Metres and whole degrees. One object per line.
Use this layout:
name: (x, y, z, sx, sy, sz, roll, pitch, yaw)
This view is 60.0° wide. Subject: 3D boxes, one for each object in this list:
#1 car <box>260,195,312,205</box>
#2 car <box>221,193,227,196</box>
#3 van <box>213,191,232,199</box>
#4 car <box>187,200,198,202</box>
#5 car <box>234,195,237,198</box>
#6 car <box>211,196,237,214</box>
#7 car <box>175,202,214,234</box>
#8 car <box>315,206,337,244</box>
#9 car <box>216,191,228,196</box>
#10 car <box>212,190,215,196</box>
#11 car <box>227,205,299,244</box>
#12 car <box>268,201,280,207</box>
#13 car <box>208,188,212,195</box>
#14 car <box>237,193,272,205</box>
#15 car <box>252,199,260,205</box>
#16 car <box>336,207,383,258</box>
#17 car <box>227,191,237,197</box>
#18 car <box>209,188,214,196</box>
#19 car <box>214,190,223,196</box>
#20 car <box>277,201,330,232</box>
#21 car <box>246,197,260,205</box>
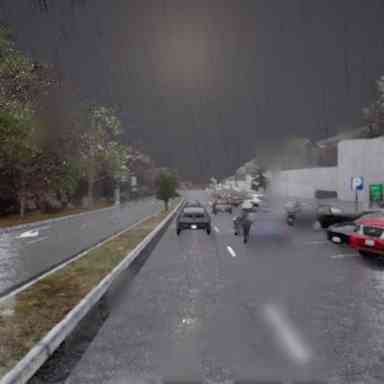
car: (8.099, 1.400, 26.183, 4.553, 1.767, 2.185, 1, 0, -20)
car: (8.037, 1.337, 56.194, 4.792, 1.488, 2.163, 1, 1, -20)
van: (7.954, 0.685, 86.081, 4.442, 1.987, 1.878, 1, 1, -20)
car: (0.095, 1.583, 35.864, 1.994, 1.385, 4.181, 0, 0, 0)
car: (7.893, 1.489, 38.124, 5.366, 1.575, 1.946, 1, 1, -20)
car: (3.095, 1.513, 35.247, 2.128, 1.511, 4.902, 0, 0, 0)
car: (0.097, 1.532, 19.429, 1.837, 1.490, 4.892, 0, 0, 0)
car: (8.042, 1.529, 14.155, 4.792, 1.488, 2.163, 1, 0, -20)
car: (8.036, 1.178, 68.198, 4.792, 1.488, 2.163, 1, 1, -20)
car: (8.054, 0.992, 80.162, 4.892, 1.521, 2.231, 1, 1, -20)
car: (3.098, 1.564, 15.781, 2.033, 1.411, 5.357, 0, 0, 0)
car: (8.070, 1.563, 23.172, 4.674, 1.452, 2.002, 1, 0, -20)
car: (8.088, 0.621, 89.123, 5.566, 2.045, 2.435, 1, 1, -20)
car: (8.094, 1.259, 35.195, 5.566, 2.045, 2.435, 1, 0, -20)
car: (8.069, 1.568, 29.172, 4.674, 1.452, 2.002, 1, 0, -20)
car: (8.048, 1.242, 11.152, 5.566, 2.045, 2.435, 1, 0, -20)
car: (8.042, 1.200, 44.175, 5.566, 2.045, 2.435, 1, 1, -20)
car: (8.038, 0.700, 83.127, 5.566, 2.045, 2.435, 1, 1, -20)
car: (8.033, 0.944, 74.187, 4.553, 1.767, 2.185, 1, 1, -20)
car: (8.060, 1.516, 20.172, 5.008, 1.535, 2.097, 1, 0, -20)
car: (8.092, 1.549, 32.197, 4.792, 1.488, 2.163, 1, 0, -20)
